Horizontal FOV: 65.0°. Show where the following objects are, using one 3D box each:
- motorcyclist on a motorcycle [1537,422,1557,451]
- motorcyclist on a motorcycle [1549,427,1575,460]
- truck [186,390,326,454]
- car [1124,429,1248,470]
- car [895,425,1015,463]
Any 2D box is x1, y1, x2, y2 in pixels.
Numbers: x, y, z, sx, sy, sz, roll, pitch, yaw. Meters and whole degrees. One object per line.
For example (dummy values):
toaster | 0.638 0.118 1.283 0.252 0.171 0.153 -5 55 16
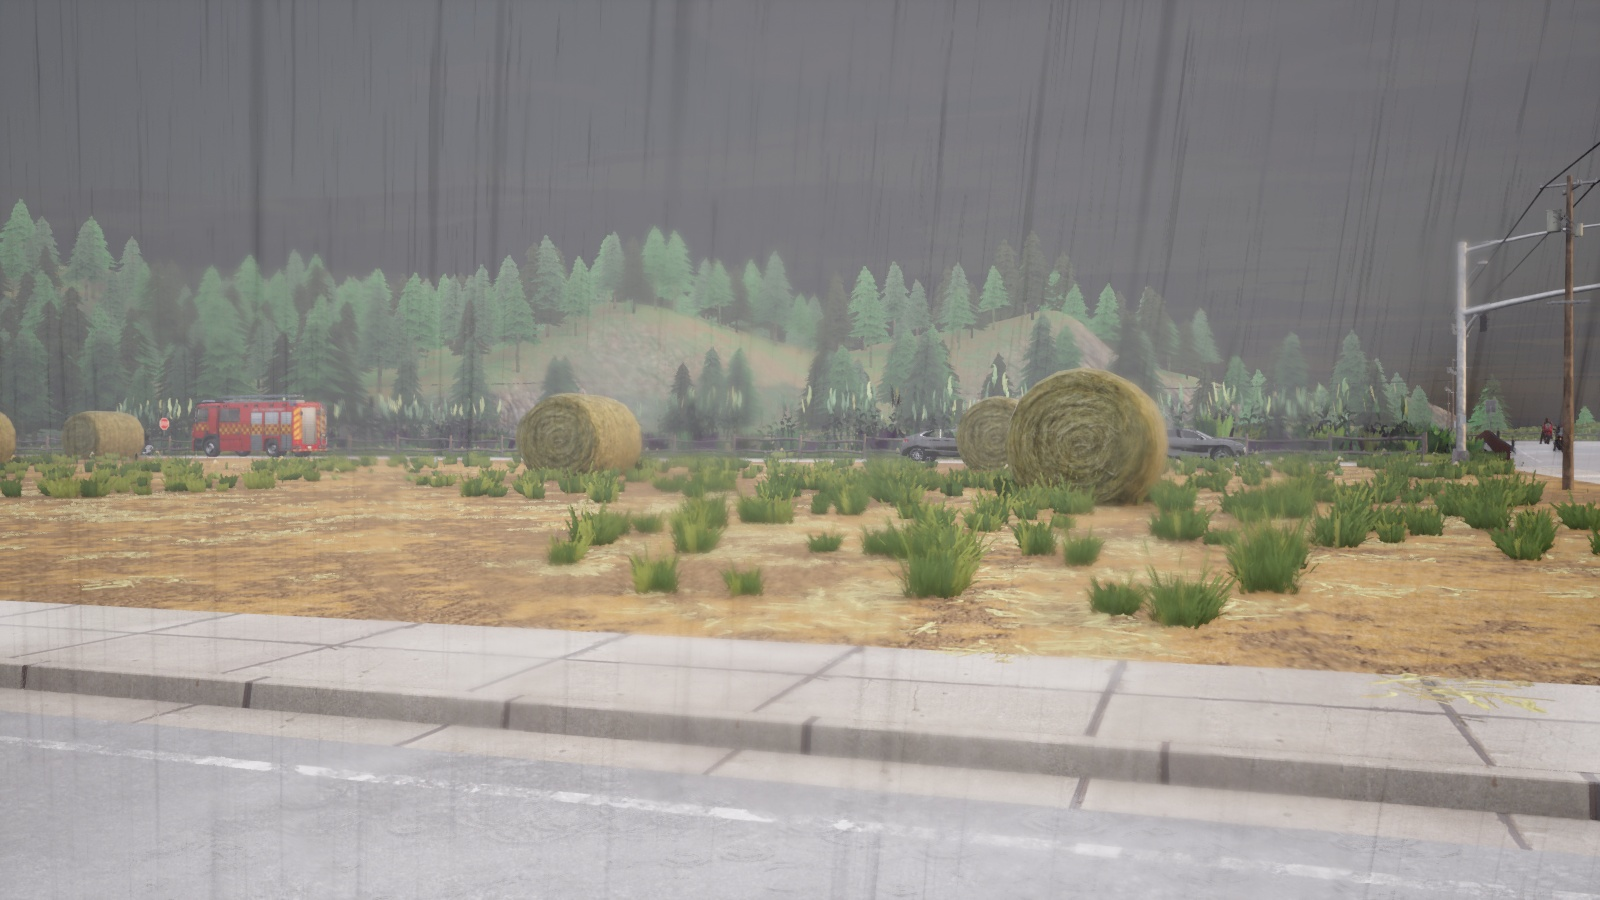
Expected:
motorcyclist on a motorcycle | 41.738 -0.765 70.151 0.797 1.523 2.044 1 2 26
motorcyclist on a motorcycle | 38.603 -0.357 63.653 0.866 1.530 2.191 1 4 25
truck | -33.822 -1.723 78.048 8.468 3.827 2.891 1 1 22
car | 16.468 -0.047 53.532 4.856 1.649 2.033 1 1 22
car | 7.087 -0.295 57.402 5.027 1.651 2.152 1 1 22
